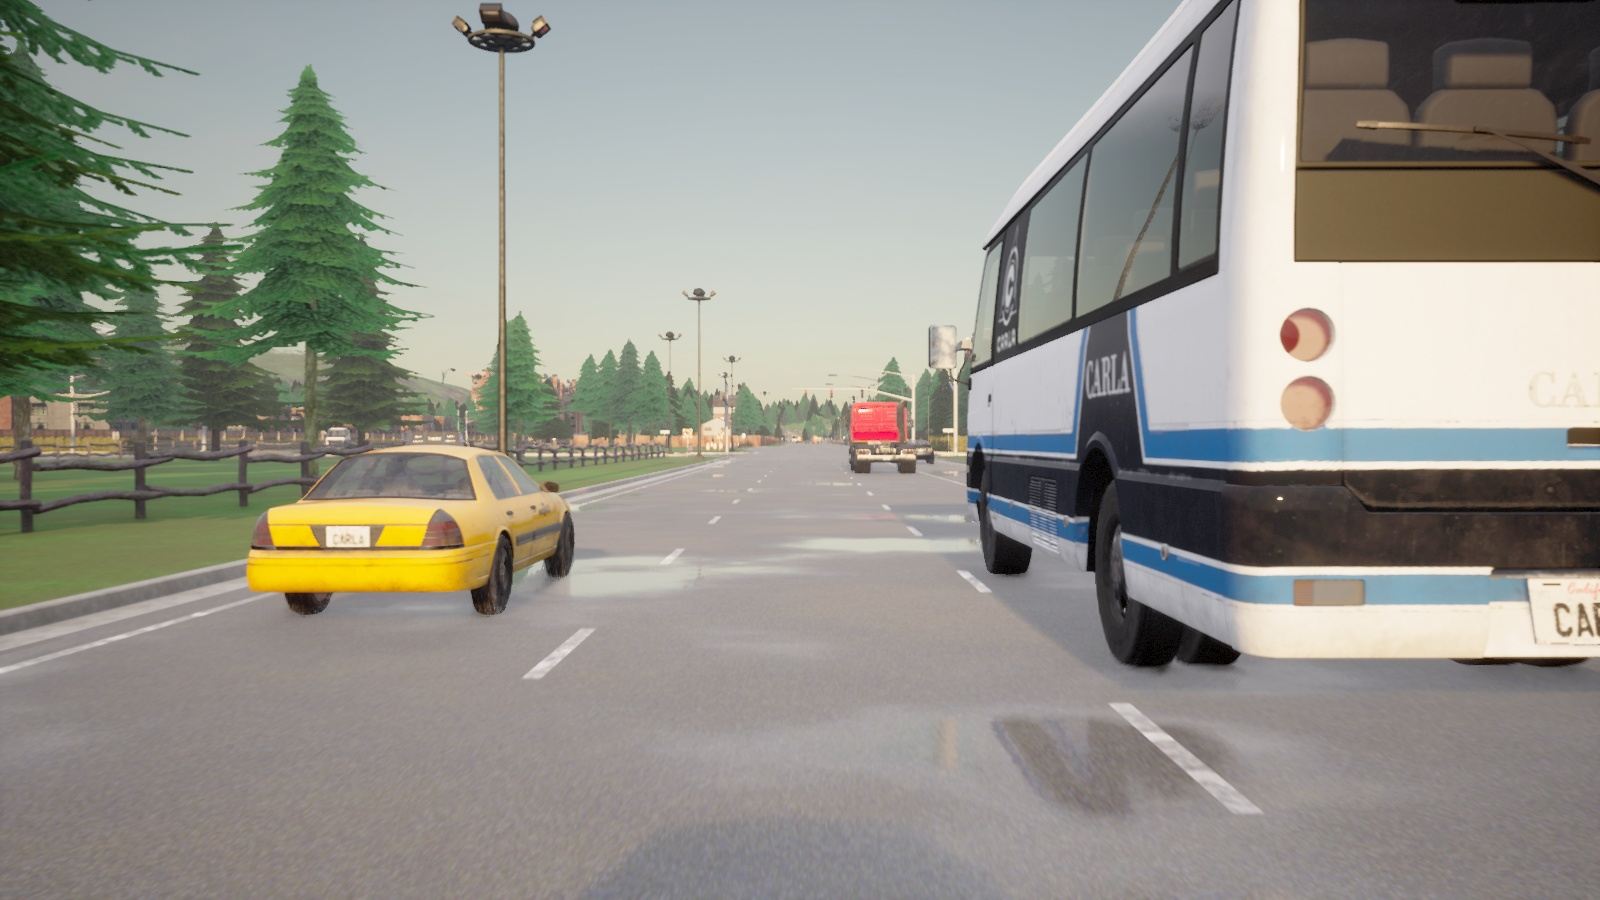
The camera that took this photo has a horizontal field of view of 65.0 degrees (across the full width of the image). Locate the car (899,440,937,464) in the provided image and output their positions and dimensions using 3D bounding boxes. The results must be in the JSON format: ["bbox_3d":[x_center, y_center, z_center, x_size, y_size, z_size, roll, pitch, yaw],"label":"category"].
[{"bbox_3d":[7.465,0.111,79.853,2.007,1.525,4.514,0,0,0],"label":"car"}]

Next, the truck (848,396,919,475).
[{"bbox_3d":[3.851,-0.670,59.439,2.891,3.462,7.936,0,0,0],"label":"truck"}]

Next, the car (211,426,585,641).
[{"bbox_3d":[-3.418,0.594,11.925,1.801,1.575,5.366,0,0,0],"label":"car"}]

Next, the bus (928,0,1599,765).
[{"bbox_3d":[3.578,-0.708,10.920,3.944,4.253,10.273,0,0,0],"label":"bus"}]
